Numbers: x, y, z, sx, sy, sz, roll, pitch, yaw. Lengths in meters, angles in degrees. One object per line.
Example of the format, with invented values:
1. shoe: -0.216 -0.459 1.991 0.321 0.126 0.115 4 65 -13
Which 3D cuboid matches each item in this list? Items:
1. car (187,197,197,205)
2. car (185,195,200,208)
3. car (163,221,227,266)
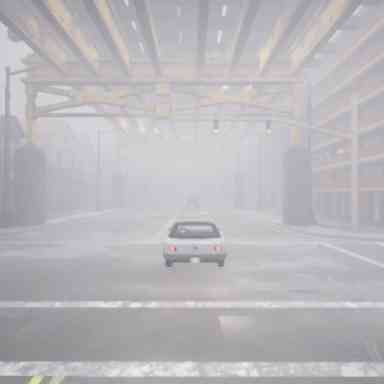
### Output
1. car: -0.042 1.827 66.246 1.837 1.490 4.892 0 0 0
2. car: 0.063 1.560 55.656 2.150 2.045 5.566 0 0 0
3. car: 0.093 1.687 11.799 1.895 1.301 4.718 0 0 0
